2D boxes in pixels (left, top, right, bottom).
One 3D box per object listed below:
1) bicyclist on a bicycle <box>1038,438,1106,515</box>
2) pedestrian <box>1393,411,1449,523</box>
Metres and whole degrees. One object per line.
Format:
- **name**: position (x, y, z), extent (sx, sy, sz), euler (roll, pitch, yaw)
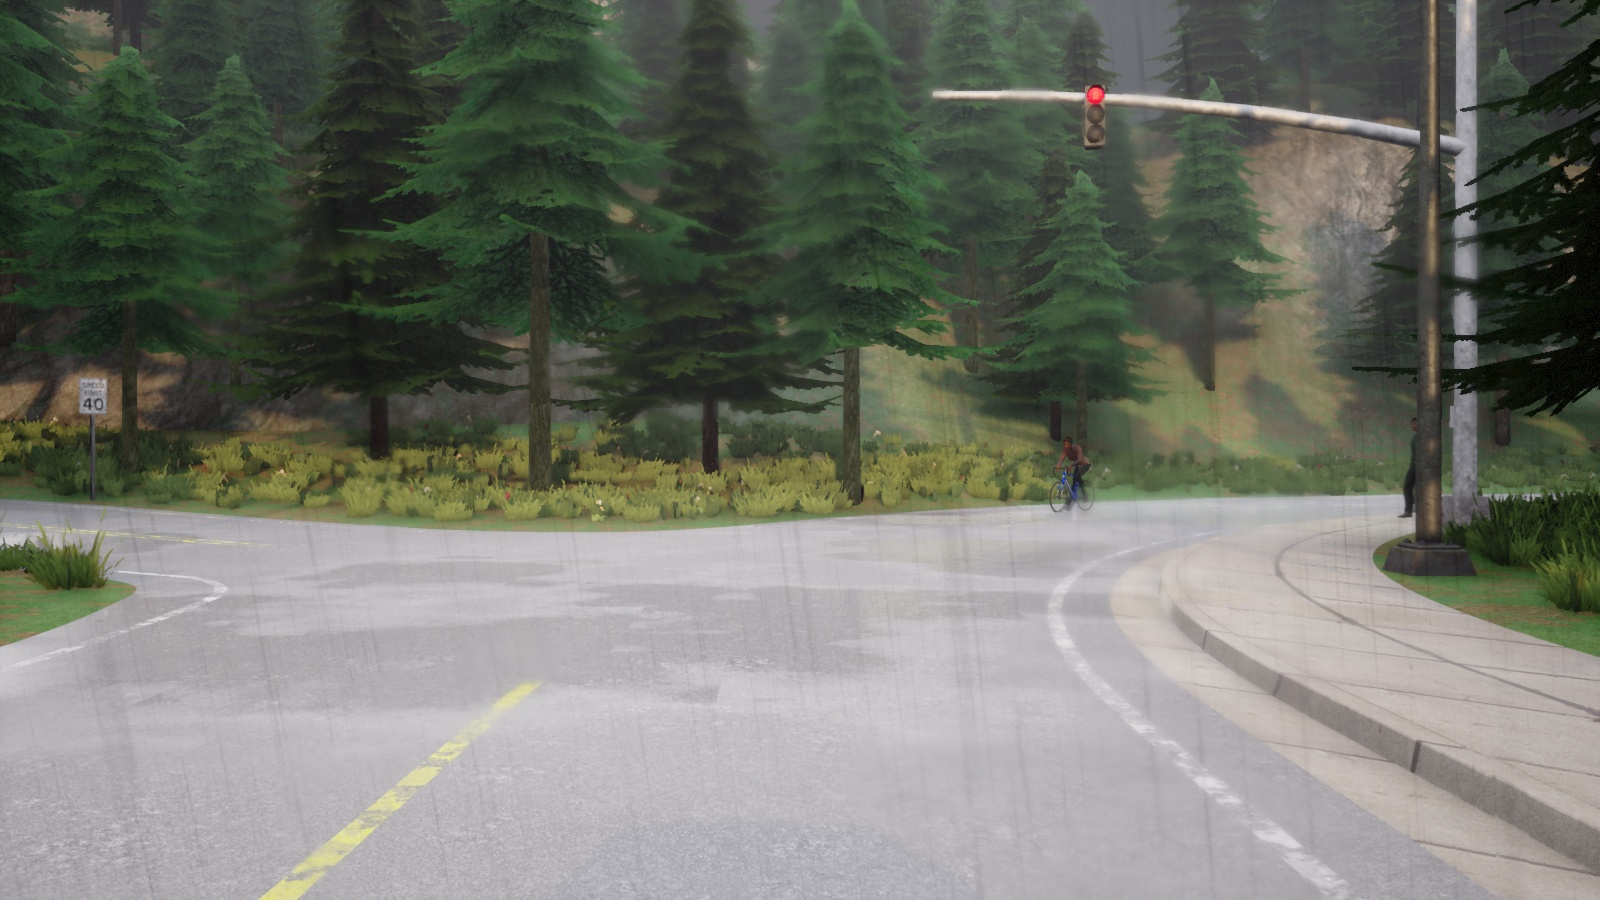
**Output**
- **bicyclist on a bicycle**: position (5.883, 0.551, 27.127), extent (1.656, 1.620, 0.582), euler (-1, 1, -42)
- **pedestrian**: position (10.873, 0.293, 22.001), extent (0.788, 1.949, 0.423), euler (0, 0, -14)
